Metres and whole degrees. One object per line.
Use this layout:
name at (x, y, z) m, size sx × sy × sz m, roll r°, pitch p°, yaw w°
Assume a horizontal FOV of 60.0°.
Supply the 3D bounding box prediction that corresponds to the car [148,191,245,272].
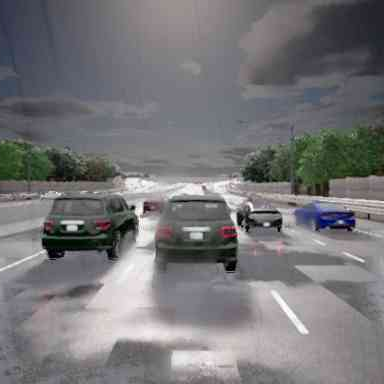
car at (0.113, 1.095, 10.518) m, size 2.150 × 2.045 × 5.566 m, roll 0°, pitch 1°, yaw 0°

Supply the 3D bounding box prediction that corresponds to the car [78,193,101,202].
car at (-17.203, 0.873, 56.220) m, size 2.033 × 1.411 × 5.357 m, roll 0°, pitch 1°, yaw 1°

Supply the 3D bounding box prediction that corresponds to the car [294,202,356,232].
car at (7.135, 1.261, 18.404) m, size 1.882 × 1.535 × 5.008 m, roll 0°, pitch 1°, yaw 0°

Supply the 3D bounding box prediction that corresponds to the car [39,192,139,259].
car at (-3.383, 1.077, 12.089) m, size 2.150 × 2.045 × 5.566 m, roll 0°, pitch 1°, yaw 0°

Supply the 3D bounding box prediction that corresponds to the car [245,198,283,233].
car at (3.536, 1.279, 18.109) m, size 2.128 × 1.511 × 4.902 m, roll 0°, pitch 1°, yaw 0°

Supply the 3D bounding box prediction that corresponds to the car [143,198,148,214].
car at (-3.298, 1.119, 30.505) m, size 1.882 × 1.535 × 5.008 m, roll 0°, pitch 1°, yaw 0°

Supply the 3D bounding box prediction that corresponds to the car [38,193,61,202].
car at (-24.193, 0.845, 56.688) m, size 1.812 × 1.442 × 4.674 m, roll 0°, pitch 1°, yaw 1°

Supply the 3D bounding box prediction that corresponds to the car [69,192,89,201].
car at (-20.629, 0.743, 61.035) m, size 1.882 × 1.535 × 5.008 m, roll 0°, pitch 1°, yaw 1°

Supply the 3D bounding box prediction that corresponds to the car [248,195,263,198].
car at (7.256, 1.100, 38.006) m, size 2.033 × 1.411 × 5.357 m, roll 0°, pitch 1°, yaw 0°

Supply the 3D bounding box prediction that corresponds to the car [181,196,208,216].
car at (0.192, 1.152, 28.914) m, size 2.128 × 1.511 × 4.902 m, roll 0°, pitch 1°, yaw 0°
